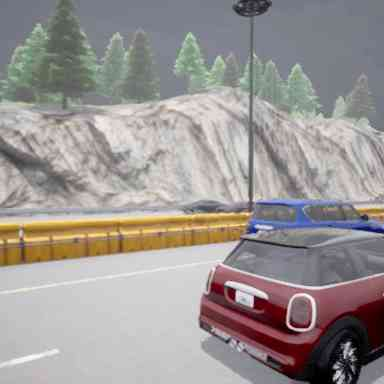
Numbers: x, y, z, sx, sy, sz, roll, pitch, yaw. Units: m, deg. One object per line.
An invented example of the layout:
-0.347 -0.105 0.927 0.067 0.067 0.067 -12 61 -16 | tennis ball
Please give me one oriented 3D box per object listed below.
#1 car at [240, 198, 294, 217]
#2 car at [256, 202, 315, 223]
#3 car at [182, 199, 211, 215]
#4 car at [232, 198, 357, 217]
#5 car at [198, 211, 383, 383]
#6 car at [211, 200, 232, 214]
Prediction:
6.863 1.335 30.108 5.008 1.535 1.882 0 0 -35 | car
7.436 1.560 26.250 4.892 1.490 1.837 1 0 -35 | car
1.205 1.528 34.707 4.892 1.490 1.837 1 0 -35 | car
4.213 1.250 10.976 5.566 2.045 2.150 0 0 -35 | car
2.385 1.366 5.389 4.553 1.767 2.097 0 0 -36 | car
4.843 1.644 32.967 5.357 1.411 2.033 0 0 -35 | car
